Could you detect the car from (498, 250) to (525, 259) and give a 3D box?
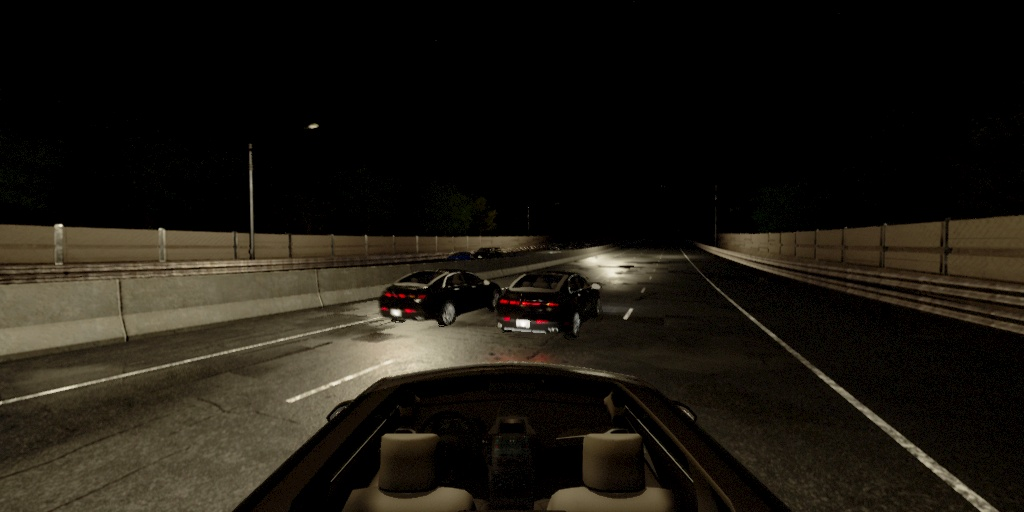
[{"bbox_3d":[0.405,0.301,43.325,1.994,1.385,4.181,0,3,24],"label":"car"}]

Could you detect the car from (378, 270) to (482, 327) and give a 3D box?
[{"bbox_3d":[-1.979,1.163,11.345,1.837,1.490,4.892,0,1,24],"label":"car"}]

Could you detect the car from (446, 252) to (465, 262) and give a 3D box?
[{"bbox_3d":[-6.402,0.243,45.232,1.882,1.535,5.008,0,3,24],"label":"car"}]

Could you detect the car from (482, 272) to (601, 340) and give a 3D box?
[{"bbox_3d":[1.213,1.171,9.910,1.837,1.490,4.892,0,1,24],"label":"car"}]

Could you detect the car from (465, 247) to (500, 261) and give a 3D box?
[{"bbox_3d":[-3.118,-0.014,44.005,2.150,2.045,5.566,0,3,24],"label":"car"}]
